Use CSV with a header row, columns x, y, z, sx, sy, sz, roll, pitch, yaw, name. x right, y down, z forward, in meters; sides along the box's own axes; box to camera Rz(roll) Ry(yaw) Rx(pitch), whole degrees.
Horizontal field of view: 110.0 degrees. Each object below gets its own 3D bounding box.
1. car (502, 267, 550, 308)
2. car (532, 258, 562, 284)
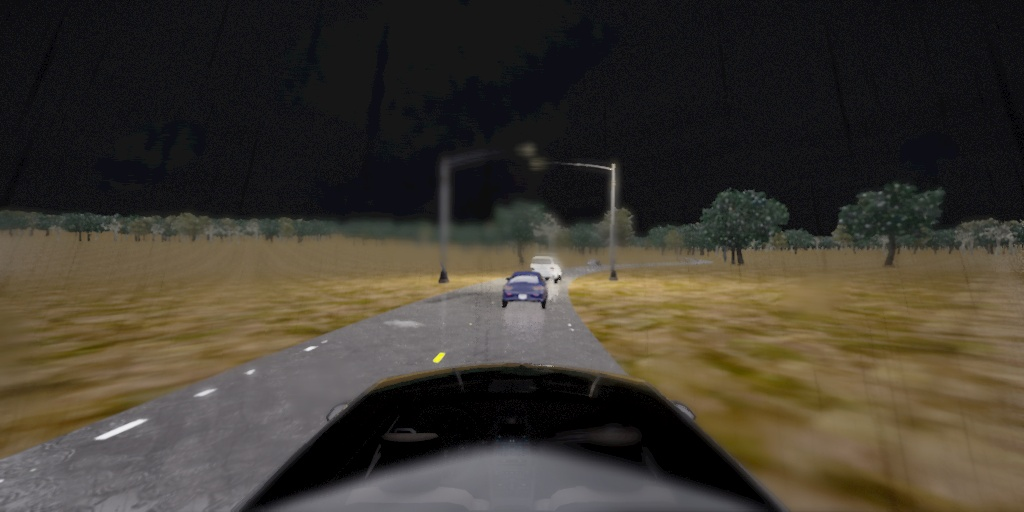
x,y,z,sx,sy,sz,roll,pitch,yaw,name
0.658,1.393,15.986,1.812,1.442,4.674,0,0,6,car
2.959,1.173,30.236,2.150,2.045,5.566,0,0,13,car
